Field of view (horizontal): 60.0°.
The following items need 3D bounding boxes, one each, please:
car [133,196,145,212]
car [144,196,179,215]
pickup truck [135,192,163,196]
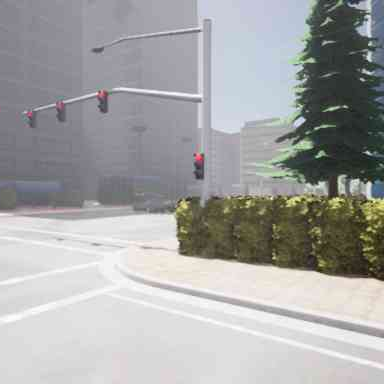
[{"bbox_3d":[-4.566,1.505,37.475,1.837,1.490,4.892,0,0,35],"label":"car"},{"bbox_3d":[-2.339,1.478,34.560,1.882,1.535,5.008,0,0,35],"label":"car"},{"bbox_3d":[-7.427,1.060,56.028,6.274,2.098,2.390,0,0,-24],"label":"pickup truck"}]
